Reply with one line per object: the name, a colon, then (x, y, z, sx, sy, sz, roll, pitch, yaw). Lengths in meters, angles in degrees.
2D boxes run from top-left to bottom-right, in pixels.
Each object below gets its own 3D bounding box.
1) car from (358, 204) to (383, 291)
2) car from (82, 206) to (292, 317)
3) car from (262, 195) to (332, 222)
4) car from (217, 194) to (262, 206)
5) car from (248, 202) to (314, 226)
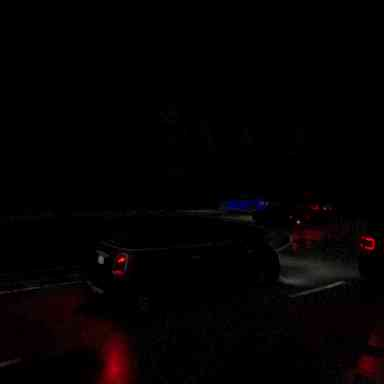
car: (6.068, 1.266, 8.110, 5.566, 2.045, 2.150, 0, 1, -42)
car: (-0.053, 1.354, 7.724, 4.553, 1.767, 2.097, 0, 0, -36)
car: (8.551, 1.293, 26.867, 2.150, 2.045, 5.566, 1, 0, -27)
car: (5.359, 1.276, 35.102, 5.566, 2.045, 2.150, 0, -1, 33)
car: (6.172, 1.655, 23.757, 1.895, 1.301, 4.718, 0, 0, -20)
